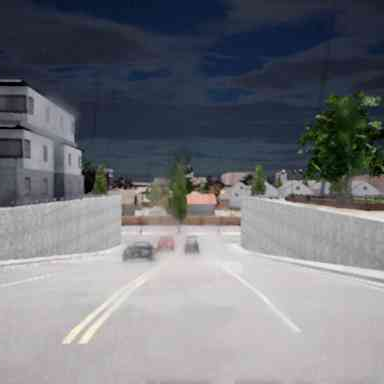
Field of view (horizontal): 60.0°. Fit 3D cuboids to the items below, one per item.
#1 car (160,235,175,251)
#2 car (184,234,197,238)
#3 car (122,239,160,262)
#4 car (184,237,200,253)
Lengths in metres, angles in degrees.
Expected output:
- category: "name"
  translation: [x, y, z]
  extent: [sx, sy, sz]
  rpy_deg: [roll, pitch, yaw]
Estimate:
- category: "car"
  translation: [-3.593, 7.228, 47.542]
  extent: [2.150, 2.045, 5.566]
  rpy_deg: [0, -5, 0]
- category: "car"
  translation: [-0.097, 7.719, 53.037]
  extent: [2.150, 2.045, 5.566]
  rpy_deg: [0, -5, 0]
- category: "car"
  translation: [-3.636, 4.199, 23.601]
  extent: [1.994, 1.385, 4.181]
  rpy_deg: [0, -9, 0]
- category: "car"
  translation: [0.023, 6.997, 42.762]
  extent: [1.882, 1.535, 5.008]
  rpy_deg: [0, -7, 0]
